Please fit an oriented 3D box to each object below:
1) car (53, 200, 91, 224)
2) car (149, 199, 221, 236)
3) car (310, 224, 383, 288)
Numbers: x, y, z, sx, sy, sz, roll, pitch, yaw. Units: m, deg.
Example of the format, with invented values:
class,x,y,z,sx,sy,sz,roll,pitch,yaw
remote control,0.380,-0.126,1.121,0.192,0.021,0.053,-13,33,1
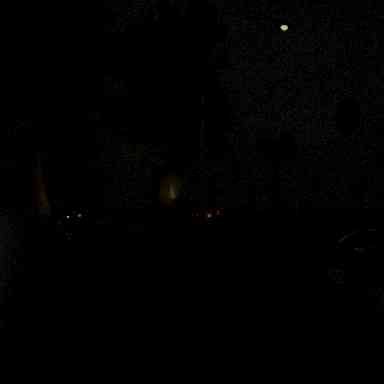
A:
class,x,y,z,sx,sy,sz,roll,pitch,yaw
car,-11.045,1.710,30.318,2.150,2.045,5.566,0,-1,-35
car,-0.582,1.439,20.449,2.150,2.045,5.566,0,-1,-35
car,5.001,1.516,7.274,1.837,1.490,4.892,0,-1,-35
